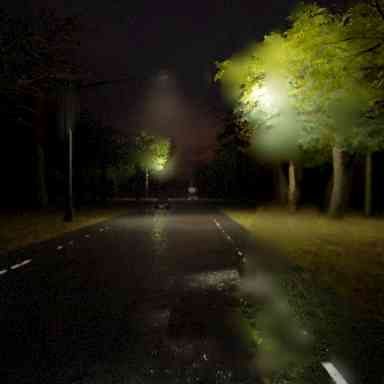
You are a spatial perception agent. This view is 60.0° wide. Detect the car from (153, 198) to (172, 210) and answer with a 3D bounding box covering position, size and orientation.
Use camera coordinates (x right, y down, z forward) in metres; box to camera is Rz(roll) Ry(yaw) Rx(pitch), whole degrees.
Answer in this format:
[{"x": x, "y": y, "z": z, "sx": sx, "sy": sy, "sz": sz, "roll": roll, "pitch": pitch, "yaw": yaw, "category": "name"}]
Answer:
[{"x": -3.582, "y": 1.431, "z": 40.798, "sx": 1.812, "sy": 1.442, "sz": 4.674, "roll": 0, "pitch": 0, "yaw": 0, "category": "car"}]
